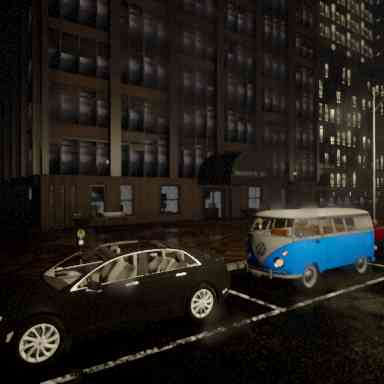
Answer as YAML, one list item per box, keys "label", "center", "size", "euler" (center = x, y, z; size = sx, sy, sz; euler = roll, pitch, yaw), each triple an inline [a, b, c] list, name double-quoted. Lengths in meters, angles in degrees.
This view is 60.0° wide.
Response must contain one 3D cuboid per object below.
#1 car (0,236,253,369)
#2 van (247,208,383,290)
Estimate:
- label: "car"
  center: [-1.309, 1.550, 5.625]
  size: [4.403, 1.369, 2.008]
  euler: [0, 0, -35]
- label: "van"
  center: [3.190, 1.340, 8.827]
  size: [3.998, 1.788, 1.690]
  euler: [0, 0, -35]
